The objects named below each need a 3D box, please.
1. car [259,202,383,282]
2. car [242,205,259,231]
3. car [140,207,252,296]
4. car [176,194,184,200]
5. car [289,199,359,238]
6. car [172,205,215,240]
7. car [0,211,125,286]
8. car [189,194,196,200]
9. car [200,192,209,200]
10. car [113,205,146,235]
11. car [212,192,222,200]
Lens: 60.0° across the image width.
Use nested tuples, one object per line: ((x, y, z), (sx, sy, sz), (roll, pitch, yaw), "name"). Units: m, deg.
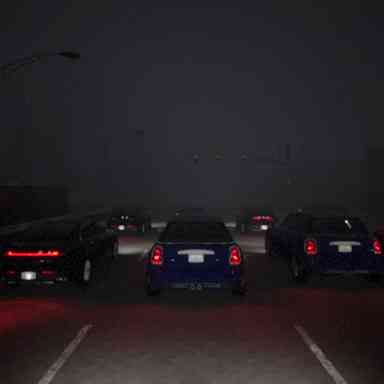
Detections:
((3.599, 1.343, 9.923), (2.097, 1.767, 4.553), (0, 0, 0), "car")
((3.585, 1.488, 18.864), (1.837, 1.490, 4.892), (0, 0, 1), "car")
((0.093, 1.344, 8.790), (2.097, 1.767, 4.553), (0, 0, 0), "car")
((-3.390, 1.390, 91.451), (1.882, 1.535, 5.008), (0, 0, 0), "car")
((7.081, 1.336, 18.477), (2.097, 1.767, 4.553), (0, 0, 1), "car")
((0.081, 1.531, 18.326), (2.033, 1.411, 5.357), (0, 0, 1), "car")
((-3.402, 1.497, 9.373), (1.837, 1.490, 4.892), (0, 0, 0), "car")
((0.110, 1.437, 91.863), (1.812, 1.442, 4.674), (0, 0, 0), "car")
((3.610, 1.452, 91.443), (2.033, 1.411, 5.357), (0, 0, 0), "car")
((-3.416, 1.488, 18.656), (1.837, 1.490, 4.892), (0, 0, 1), "car")
((7.110, 1.138, 91.468), (2.150, 2.045, 5.566), (0, 0, 0), "car")
